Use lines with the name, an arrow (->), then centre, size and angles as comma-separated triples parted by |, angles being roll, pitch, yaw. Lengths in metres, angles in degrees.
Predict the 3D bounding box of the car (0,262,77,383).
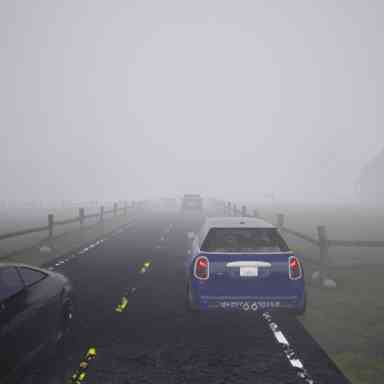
car -> -2.857, 1.563, 3.724 | 1.994, 1.385, 4.181 | 0, 0, 0

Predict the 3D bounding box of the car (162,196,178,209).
car -> -2.935, 1.536, 45.024 | 1.812, 1.442, 4.674 | 0, 0, 0

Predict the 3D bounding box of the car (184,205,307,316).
car -> 0.947, 1.349, 7.682 | 2.097, 1.767, 4.553 | 0, 0, 0

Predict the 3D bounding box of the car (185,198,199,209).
car -> -0.040, 1.537, 46.361 | 1.812, 1.442, 4.674 | 0, 0, 0

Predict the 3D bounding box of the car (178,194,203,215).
car -> -0.003, 1.223, 34.356 | 2.150, 2.045, 5.566 | 0, 0, 0

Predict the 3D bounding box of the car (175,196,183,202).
car -> -2.894, 1.565, 74.713 | 1.812, 1.442, 4.674 | 0, 0, 0
